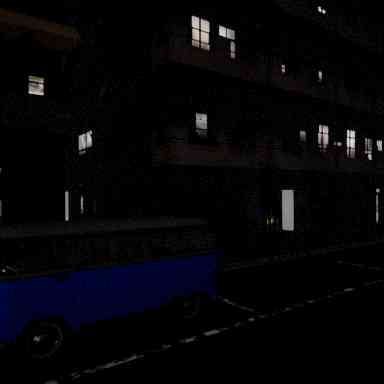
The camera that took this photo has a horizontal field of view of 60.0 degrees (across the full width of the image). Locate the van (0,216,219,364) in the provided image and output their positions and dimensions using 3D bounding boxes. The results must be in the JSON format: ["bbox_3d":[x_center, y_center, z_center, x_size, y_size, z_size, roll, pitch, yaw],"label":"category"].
[{"bbox_3d":[-1.417,1.341,5.554,3.998,1.788,1.690,0,0,-35],"label":"van"}]
